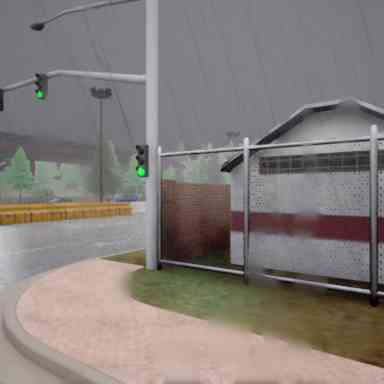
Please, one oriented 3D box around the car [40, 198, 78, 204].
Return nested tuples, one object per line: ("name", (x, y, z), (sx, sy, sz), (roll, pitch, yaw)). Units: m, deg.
("car", (-15.880, 1.493, 39.628), (1.837, 1.490, 4.892), (0, 0, 34))
